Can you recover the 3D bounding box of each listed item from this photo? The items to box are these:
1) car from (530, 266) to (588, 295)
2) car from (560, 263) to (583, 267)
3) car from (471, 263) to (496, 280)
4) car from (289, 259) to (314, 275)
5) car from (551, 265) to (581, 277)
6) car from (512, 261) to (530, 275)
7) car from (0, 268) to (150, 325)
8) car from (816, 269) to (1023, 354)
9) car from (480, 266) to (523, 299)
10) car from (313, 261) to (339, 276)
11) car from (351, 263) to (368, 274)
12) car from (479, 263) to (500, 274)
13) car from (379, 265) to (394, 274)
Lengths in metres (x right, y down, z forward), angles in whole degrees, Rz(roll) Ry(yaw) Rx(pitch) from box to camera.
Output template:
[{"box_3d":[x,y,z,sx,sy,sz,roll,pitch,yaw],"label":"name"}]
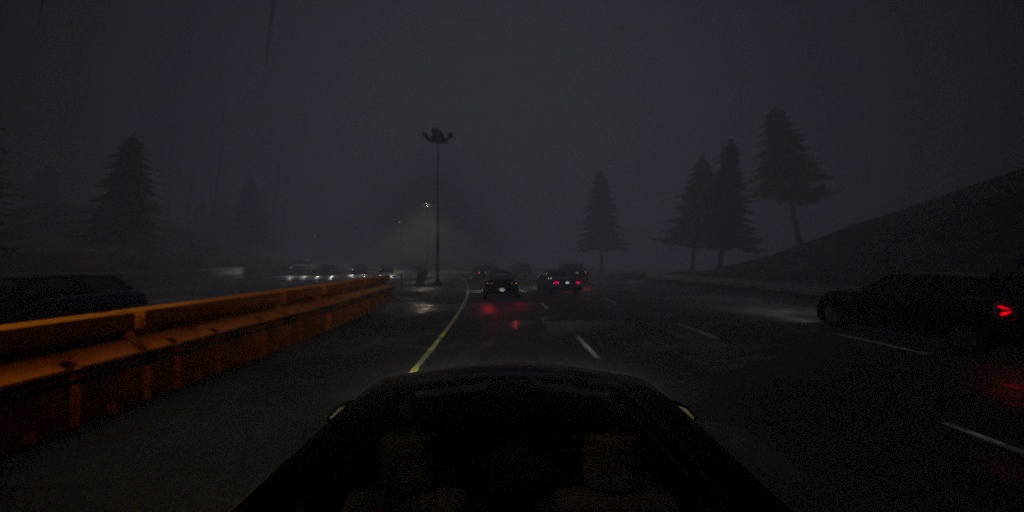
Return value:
[{"box_3d":[2.699,1.511,21.803,2.033,1.411,5.357,0,-1,-6],"label":"car"},{"box_3d":[4.940,1.413,31.129,2.097,1.767,4.553,0,-1,-9],"label":"car"},{"box_3d":[-3.060,1.669,36.646,2.033,1.411,5.357,0,-1,-12],"label":"car"},{"box_3d":[-27.724,1.463,47.617,2.150,2.045,5.566,0,0,-17],"label":"car"},{"box_3d":[6.352,1.786,42.759,1.895,1.301,4.718,0,-1,-13],"label":"car"},{"box_3d":[1.180,1.605,49.106,2.097,1.767,4.553,0,-1,-14],"label":"car"},{"box_3d":[-10.750,1.167,7.693,2.097,1.767,4.553,0,-1,-1],"label":"car"},{"box_3d":[10.436,1.178,9.143,2.097,1.767,4.553,0,-1,-2],"label":"car"},{"box_3d":[-0.681,1.466,19.650,1.812,1.442,4.674,0,-1,-5],"label":"car"},{"box_3d":[-23.668,1.705,46.213,1.882,1.535,5.008,0,-1,-16],"label":"car"},{"box_3d":[-21.127,1.770,49.929,1.837,1.490,4.892,0,0,-17],"label":"car"},{"box_3d":[-3.361,1.766,52.286,1.882,1.535,5.008,0,-1,-16],"label":"car"},{"box_3d":[-17.586,1.872,50.372,1.895,1.301,4.718,0,-1,-17],"label":"car"}]
